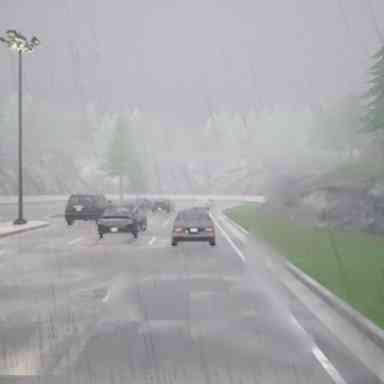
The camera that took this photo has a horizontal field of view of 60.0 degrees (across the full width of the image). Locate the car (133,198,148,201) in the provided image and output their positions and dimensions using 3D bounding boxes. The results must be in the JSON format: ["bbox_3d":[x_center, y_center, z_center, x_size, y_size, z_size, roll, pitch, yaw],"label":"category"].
[{"bbox_3d":[-5.856,1.437,39.389,2.033,1.411,5.357,0,0,12],"label":"car"}]

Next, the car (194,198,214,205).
[{"bbox_3d":[1.408,1.407,39.528,1.812,1.442,4.674,0,0,13],"label":"car"}]

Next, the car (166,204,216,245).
[{"bbox_3d":[0.059,1.502,15.201,2.033,1.411,5.357,0,0,0],"label":"car"}]

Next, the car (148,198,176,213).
[{"bbox_3d":[-2.942,1.404,35.350,1.837,1.490,4.892,-1,0,6],"label":"car"}]

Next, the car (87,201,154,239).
[{"bbox_3d":[-3.447,1.444,17.109,2.128,1.511,4.902,0,0,0],"label":"car"}]

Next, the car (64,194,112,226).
[{"bbox_3d":[-6.950,1.159,23.073,2.150,2.045,5.566,0,0,0],"label":"car"}]
